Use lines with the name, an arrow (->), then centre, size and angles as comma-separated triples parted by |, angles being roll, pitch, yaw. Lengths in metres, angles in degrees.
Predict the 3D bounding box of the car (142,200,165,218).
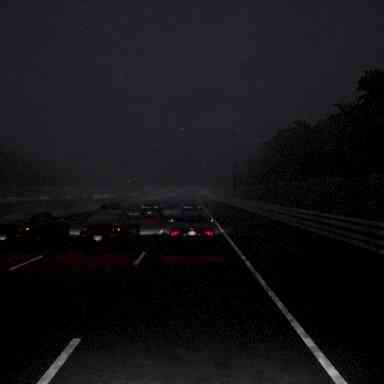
car -> -3.500, 1.481, 29.654 | 2.128, 1.511, 4.902 | 0, 0, 0

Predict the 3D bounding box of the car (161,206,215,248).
car -> 0.000, 1.557, 14.653 | 2.033, 1.411, 5.357 | 0, 0, 0

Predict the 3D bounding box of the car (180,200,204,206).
car -> 0.000, 1.481, 29.654 | 2.128, 1.511, 4.902 | 0, 0, 0

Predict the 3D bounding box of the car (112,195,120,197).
car -> -17.499, 1.424, 75.941 | 1.812, 1.442, 4.674 | 0, 0, 0

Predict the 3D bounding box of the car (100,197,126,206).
car -> -7.000, 1.503, 29.654 | 1.837, 1.490, 4.892 | 0, 0, 0

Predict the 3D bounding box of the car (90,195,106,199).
car -> -20.999, 1.377, 75.941 | 1.882, 1.535, 5.008 | 0, 0, 0

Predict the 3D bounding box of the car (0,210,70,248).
car -> -7.000, 1.527, 14.653 | 1.812, 1.442, 4.674 | 0, 0, 0

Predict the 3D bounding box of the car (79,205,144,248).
car -> -3.500, 1.526, 14.653 | 1.812, 1.442, 4.674 | 0, 0, 0

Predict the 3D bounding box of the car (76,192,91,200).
car -> -24.499, 1.125, 75.911 | 2.150, 2.045, 5.566 | 0, 0, 0
